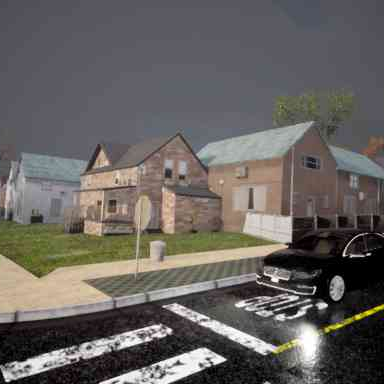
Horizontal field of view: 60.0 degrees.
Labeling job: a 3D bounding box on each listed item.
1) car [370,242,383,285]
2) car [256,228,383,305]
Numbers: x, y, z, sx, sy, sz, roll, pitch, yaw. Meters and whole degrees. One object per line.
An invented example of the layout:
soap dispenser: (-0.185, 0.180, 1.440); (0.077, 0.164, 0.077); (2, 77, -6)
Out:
car: (6.011, 1.737, 6.818); (5.357, 1.411, 2.033); (2, -2, -37)
car: (3.788, 1.741, 8.755); (4.892, 1.490, 1.837); (2, -2, -36)
